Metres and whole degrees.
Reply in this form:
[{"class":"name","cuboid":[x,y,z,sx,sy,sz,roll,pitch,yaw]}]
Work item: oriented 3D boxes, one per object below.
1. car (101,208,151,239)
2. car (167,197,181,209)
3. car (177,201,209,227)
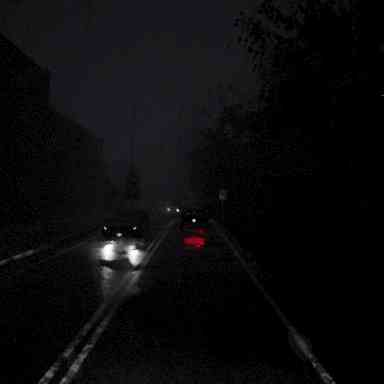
[{"class":"car","cuboid":[-3.327,1.593,17.881,2.033,1.411,5.357,0,0,0]},{"class":"car","cuboid":[-3.115,1.842,58.065,2.150,2.045,5.566,0,-1,1]},{"class":"car","cuboid":[0.136,1.594,23.654,1.837,1.490,4.892,0,0,0]}]
